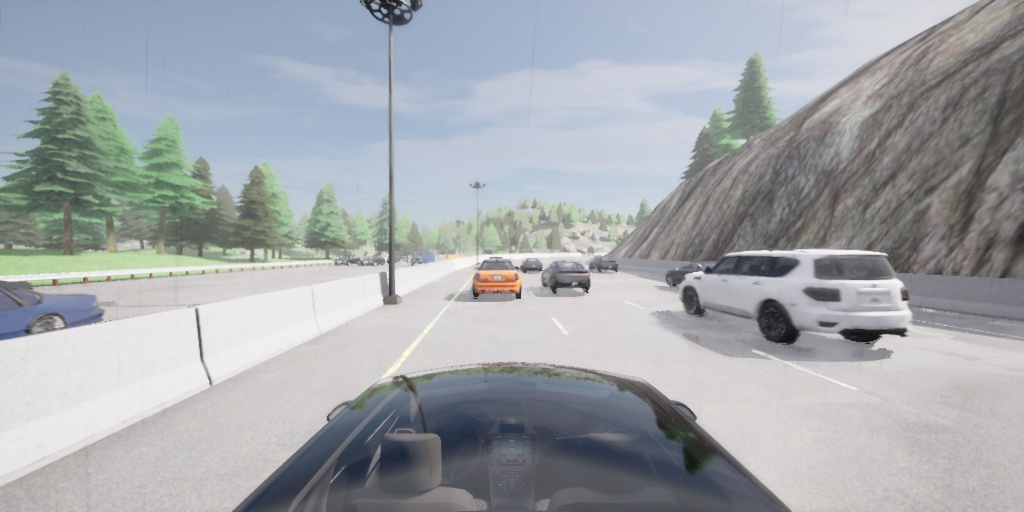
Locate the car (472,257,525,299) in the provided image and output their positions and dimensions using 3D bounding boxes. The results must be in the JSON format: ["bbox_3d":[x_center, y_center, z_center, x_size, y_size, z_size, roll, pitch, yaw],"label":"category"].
[{"bbox_3d":[-0.712,0.910,16.897,2.097,1.767,4.553,0,1,-3],"label":"car"}]

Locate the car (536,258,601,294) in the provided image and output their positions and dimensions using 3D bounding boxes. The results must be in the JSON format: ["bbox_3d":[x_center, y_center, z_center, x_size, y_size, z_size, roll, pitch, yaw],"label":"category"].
[{"bbox_3d":[2.708,1.026,18.621,2.128,1.511,4.902,0,1,-3],"label":"car"}]

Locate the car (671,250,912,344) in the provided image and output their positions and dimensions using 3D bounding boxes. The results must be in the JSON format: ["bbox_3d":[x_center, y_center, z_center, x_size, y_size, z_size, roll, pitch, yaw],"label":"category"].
[{"bbox_3d":[6.664,0.870,9.397,2.150,2.045,5.566,0,1,-3],"label":"car"}]

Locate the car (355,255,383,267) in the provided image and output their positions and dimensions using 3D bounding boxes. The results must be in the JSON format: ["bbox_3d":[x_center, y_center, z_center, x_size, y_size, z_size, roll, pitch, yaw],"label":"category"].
[{"bbox_3d":[-19.068,0.683,49.265,2.128,1.511,4.902,0,1,2],"label":"car"}]

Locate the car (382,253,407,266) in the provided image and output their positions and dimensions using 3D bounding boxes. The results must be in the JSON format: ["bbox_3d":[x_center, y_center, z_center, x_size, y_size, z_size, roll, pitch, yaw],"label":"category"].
[{"bbox_3d":[-15.571,0.315,49.118,1.837,1.490,4.892,0,1,2],"label":"car"}]

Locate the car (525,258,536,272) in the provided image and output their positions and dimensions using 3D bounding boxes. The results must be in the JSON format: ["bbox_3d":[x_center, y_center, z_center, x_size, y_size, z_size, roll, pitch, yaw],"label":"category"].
[{"bbox_3d":[1.983,0.883,35.653,1.994,1.385,4.181,0,1,-1],"label":"car"}]

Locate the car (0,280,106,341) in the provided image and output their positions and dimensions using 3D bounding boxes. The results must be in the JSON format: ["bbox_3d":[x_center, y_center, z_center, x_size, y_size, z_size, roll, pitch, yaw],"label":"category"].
[{"bbox_3d":[-10.911,1.245,6.418,2.033,1.411,5.357,0,1,-3],"label":"car"}]

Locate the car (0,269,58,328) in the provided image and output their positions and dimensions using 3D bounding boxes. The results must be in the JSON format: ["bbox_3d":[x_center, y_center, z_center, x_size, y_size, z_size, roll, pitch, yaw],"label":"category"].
[{"bbox_3d":[-14.502,1.169,8.208,2.128,1.511,4.902,0,1,-3],"label":"car"}]

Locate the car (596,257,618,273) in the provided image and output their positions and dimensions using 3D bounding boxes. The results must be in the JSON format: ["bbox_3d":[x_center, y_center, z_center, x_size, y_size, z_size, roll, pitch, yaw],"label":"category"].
[{"bbox_3d":[8.986,0.809,35.387,2.128,1.511,4.902,0,1,-2],"label":"car"}]

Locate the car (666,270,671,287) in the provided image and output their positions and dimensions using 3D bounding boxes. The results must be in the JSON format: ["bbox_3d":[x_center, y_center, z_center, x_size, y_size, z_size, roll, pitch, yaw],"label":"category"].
[{"bbox_3d":[9.727,1.024,18.391,2.128,1.511,4.902,0,1,-3],"label":"car"}]

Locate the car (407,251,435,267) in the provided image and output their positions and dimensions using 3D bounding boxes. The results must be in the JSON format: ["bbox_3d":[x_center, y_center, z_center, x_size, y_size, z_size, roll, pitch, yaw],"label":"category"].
[{"bbox_3d":[-12.075,0.378,48.945,2.150,2.045,5.566,0,1,2],"label":"car"}]

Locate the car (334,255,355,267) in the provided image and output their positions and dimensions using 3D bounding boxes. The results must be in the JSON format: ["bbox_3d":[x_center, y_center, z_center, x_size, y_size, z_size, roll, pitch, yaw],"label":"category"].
[{"bbox_3d":[-22.565,0.666,49.408,2.128,1.511,4.902,0,1,2],"label":"car"}]
